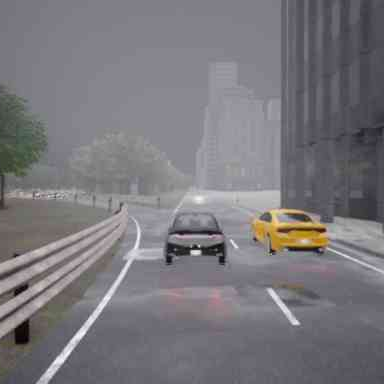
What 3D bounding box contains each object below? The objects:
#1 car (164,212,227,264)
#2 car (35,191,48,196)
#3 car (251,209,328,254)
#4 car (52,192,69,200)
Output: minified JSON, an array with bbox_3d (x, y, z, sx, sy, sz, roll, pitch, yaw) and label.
[{"bbox_3d":[0.110,1.438,11.576,2.128,1.511,4.902,0,0,0],"label":"car"},{"bbox_3d":[-33.946,0.428,75.056,1.812,1.442,4.674,-1,2,-39],"label":"car"},{"bbox_3d":[3.613,1.414,13.136,1.882,1.535,5.008,0,0,0],"label":"car"},{"bbox_3d":[-26.836,0.705,67.682,5.008,1.535,1.882,1,2,44],"label":"car"}]
